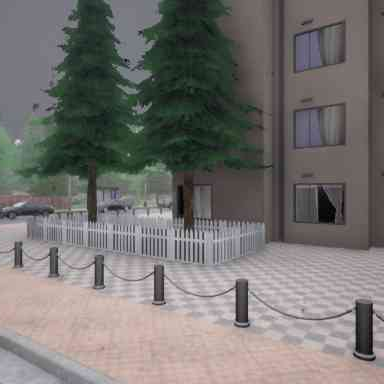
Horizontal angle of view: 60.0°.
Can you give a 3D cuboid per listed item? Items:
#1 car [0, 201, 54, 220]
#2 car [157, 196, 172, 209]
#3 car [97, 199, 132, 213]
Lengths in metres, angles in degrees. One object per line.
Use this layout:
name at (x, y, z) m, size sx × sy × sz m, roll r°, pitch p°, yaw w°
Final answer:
car at (-14.299, 1.510, 28.692) m, size 1.812 × 1.442 × 4.674 m, roll 0°, pitch 0°, yaw 37°
car at (-2.541, 1.337, 44.321) m, size 2.097 × 1.767 × 4.553 m, roll 0°, pitch 0°, yaw 37°
car at (-8.710, 1.476, 36.154) m, size 2.128 × 1.511 × 4.902 m, roll 0°, pitch 0°, yaw 37°
